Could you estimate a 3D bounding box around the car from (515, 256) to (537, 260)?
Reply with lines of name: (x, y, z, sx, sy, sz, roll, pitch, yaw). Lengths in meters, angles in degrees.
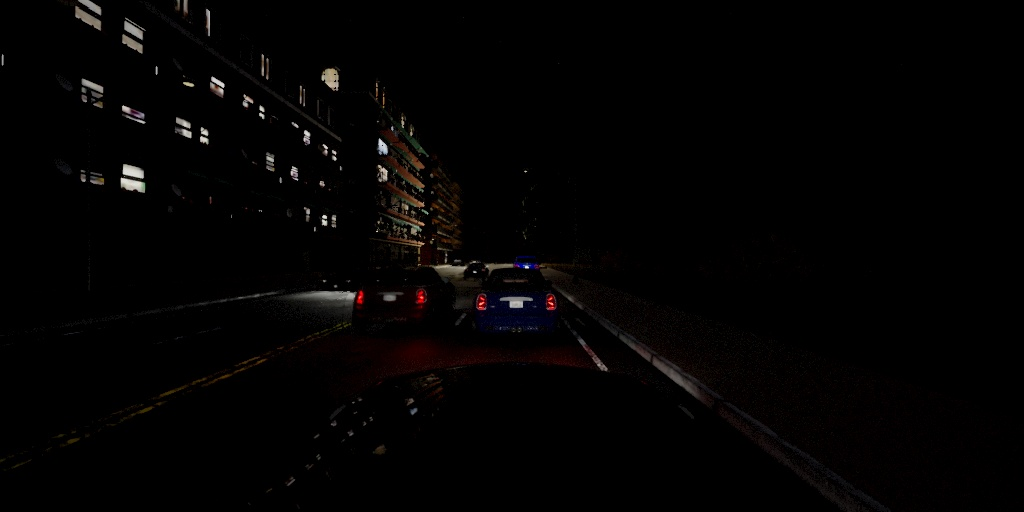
car: (1.151, 0.979, 30.115, 2.150, 2.045, 5.566, 0, 0, 0)

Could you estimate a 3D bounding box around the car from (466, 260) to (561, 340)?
car: (0.103, 1.104, 10.162, 2.097, 1.767, 4.553, 0, 0, 0)

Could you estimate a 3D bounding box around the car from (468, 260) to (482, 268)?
car: (-6.526, 1.353, 63.886, 1.895, 1.301, 4.718, 0, 0, 1)

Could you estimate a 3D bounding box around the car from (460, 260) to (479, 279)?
car: (-3.134, 1.318, 32.212, 1.994, 1.385, 4.181, 0, 0, 0)

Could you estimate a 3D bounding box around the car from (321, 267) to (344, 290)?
car: (-9.839, 1.301, 22.649, 2.033, 1.411, 5.357, 0, 0, 0)

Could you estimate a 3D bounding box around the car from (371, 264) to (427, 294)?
car: (-6.591, 1.258, 21.563, 1.837, 1.490, 4.892, 0, 0, 0)

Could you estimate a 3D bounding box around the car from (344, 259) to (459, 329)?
car: (-3.147, 1.105, 11.360, 2.097, 1.767, 4.553, 0, 0, 0)

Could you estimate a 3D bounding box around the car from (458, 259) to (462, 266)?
car: (-9.770, 1.315, 64.581, 1.994, 1.385, 4.181, 0, 0, 0)
